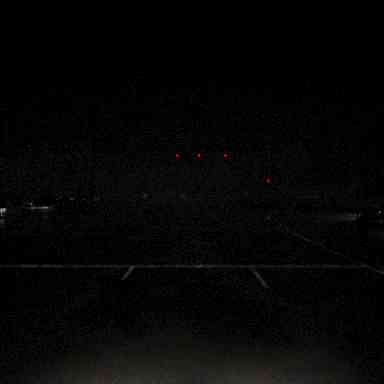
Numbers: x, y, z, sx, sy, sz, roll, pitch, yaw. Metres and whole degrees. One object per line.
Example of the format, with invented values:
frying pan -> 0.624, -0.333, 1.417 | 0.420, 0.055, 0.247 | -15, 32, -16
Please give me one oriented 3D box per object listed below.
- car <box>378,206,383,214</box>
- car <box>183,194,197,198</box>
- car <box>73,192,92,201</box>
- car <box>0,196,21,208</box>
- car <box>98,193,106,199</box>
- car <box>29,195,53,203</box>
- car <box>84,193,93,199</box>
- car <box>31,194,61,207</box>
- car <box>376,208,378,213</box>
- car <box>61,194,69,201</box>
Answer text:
car -> 17.652, 1.248, 26.037 | 4.553, 1.767, 2.097 | 0, 0, 6
car -> -0.158, 1.157, 94.634 | 1.895, 1.301, 4.718 | 0, 0, -18
car -> -21.042, 0.929, 64.416 | 2.150, 2.045, 5.566 | 0, 0, 0
car -> -24.618, 1.311, 44.207 | 1.837, 1.490, 4.892 | 0, 1, 0
car -> -23.988, 1.115, 88.859 | 2.128, 1.511, 4.902 | 0, 0, -14
car -> -28.040, 1.267, 62.155 | 2.033, 1.411, 5.357 | 0, 0, 0
car -> -28.301, 1.105, 90.708 | 2.128, 1.511, 4.902 | 0, 0, -18
car -> -21.118, 1.294, 47.938 | 1.837, 1.490, 4.892 | 0, 0, 0
car -> 19.460, 1.427, 29.460 | 5.357, 1.411, 2.033 | 0, 0, 7
car -> -24.563, 1.074, 61.795 | 2.097, 1.767, 4.553 | 0, 0, 0
